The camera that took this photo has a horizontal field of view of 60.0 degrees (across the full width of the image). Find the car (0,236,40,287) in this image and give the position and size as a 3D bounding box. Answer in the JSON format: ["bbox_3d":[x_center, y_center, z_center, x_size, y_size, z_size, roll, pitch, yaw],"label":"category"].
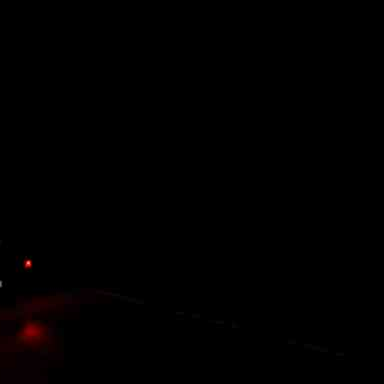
[{"bbox_3d":[-5.788,1.594,8.007,4.718,1.301,1.895,0,0,35],"label":"car"}]
